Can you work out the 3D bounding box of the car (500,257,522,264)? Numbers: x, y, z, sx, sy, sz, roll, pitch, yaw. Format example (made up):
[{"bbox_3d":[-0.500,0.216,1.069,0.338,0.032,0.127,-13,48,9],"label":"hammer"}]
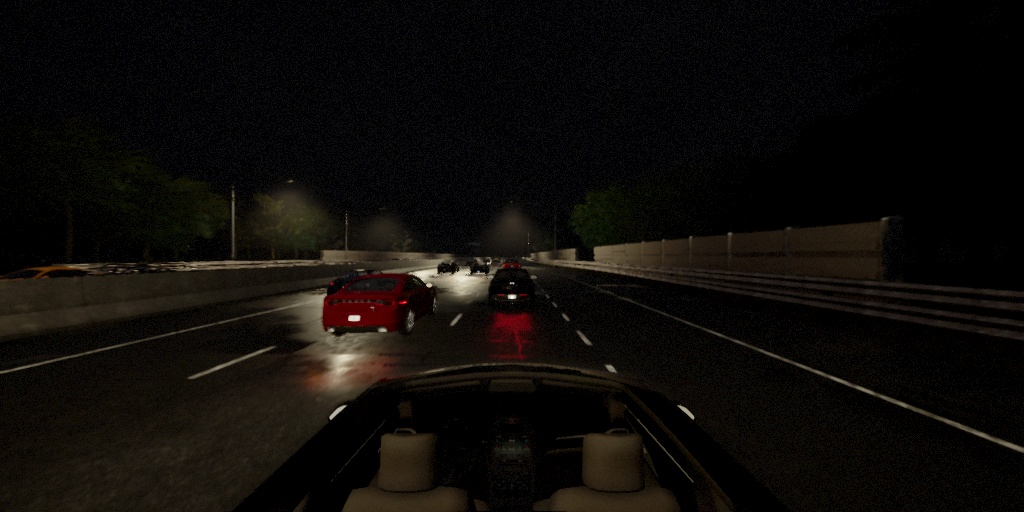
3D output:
[{"bbox_3d":[0.010,1.084,39.597,2.097,1.767,4.553,0,0,0],"label":"car"}]

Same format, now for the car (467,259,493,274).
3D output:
[{"bbox_3d":[-3.489,1.334,39.669,1.895,1.301,4.718,0,0,0],"label":"car"}]

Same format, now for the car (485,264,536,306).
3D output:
[{"bbox_3d":[0.004,1.257,15.670,1.837,1.490,4.892,0,0,0],"label":"car"}]

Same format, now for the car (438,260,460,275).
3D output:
[{"bbox_3d":[-6.991,1.225,39.661,2.128,1.511,4.902,0,0,0],"label":"car"}]

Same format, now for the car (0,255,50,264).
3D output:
[{"bbox_3d":[-24.497,0.979,16.136,2.150,2.045,5.566,0,0,0],"label":"car"}]

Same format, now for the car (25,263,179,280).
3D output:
[{"bbox_3d":[-17.496,1.191,16.186,2.128,1.511,4.902,0,0,0],"label":"car"}]

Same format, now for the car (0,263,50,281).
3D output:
[{"bbox_3d":[-20.997,1.236,16.074,1.882,1.535,5.008,0,0,0],"label":"car"}]

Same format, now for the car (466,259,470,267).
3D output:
[{"bbox_3d":[-6.984,1.205,63.531,1.882,1.535,5.008,0,0,0],"label":"car"}]

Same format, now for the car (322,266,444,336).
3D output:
[{"bbox_3d":[-3.496,1.230,10.438,1.882,1.535,5.008,0,0,0],"label":"car"}]
